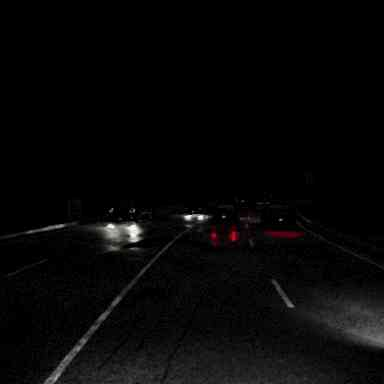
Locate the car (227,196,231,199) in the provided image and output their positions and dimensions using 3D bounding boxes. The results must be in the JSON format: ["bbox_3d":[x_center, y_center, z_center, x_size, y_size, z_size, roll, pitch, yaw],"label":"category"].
[{"bbox_3d":[8.221,1.491,65.383,2.033,1.411,5.357,0,0,26],"label":"car"}]

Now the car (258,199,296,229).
[{"bbox_3d":[5.585,1.470,21.921,1.882,1.535,5.008,0,0,9],"label":"car"}]

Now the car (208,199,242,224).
[{"bbox_3d":[2.564,1.506,24.890,1.812,1.442,4.674,0,0,10],"label":"car"}]

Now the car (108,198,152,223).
[{"bbox_3d":[-4.637,1.310,25.435,2.097,1.767,4.553,0,0,10],"label":"car"}]

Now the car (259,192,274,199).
[{"bbox_3d":[16.387,1.066,73.307,2.150,2.045,5.566,0,0,28],"label":"car"}]

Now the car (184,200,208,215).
[{"bbox_3d":[0.725,1.510,34.225,2.033,1.411,5.357,0,0,14],"label":"car"}]

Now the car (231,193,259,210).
[{"bbox_3d":[6.833,1.196,42.300,2.150,2.045,5.566,0,0,17],"label":"car"}]
